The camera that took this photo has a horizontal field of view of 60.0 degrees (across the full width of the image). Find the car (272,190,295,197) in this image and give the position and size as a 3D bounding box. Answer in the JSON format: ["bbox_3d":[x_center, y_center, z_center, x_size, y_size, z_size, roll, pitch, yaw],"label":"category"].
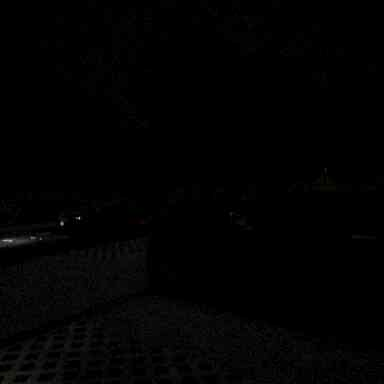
[{"bbox_3d":[11.129,0.502,40.128,1.812,1.442,4.674,0,2,36],"label":"car"}]

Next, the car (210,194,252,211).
[{"bbox_3d":[3.599,0.866,29.593,2.033,1.411,5.357,0,2,35],"label":"car"}]

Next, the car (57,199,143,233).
[{"bbox_3d":[-4.770,1.179,17.819,2.128,1.511,4.902,0,2,35],"label":"car"}]
